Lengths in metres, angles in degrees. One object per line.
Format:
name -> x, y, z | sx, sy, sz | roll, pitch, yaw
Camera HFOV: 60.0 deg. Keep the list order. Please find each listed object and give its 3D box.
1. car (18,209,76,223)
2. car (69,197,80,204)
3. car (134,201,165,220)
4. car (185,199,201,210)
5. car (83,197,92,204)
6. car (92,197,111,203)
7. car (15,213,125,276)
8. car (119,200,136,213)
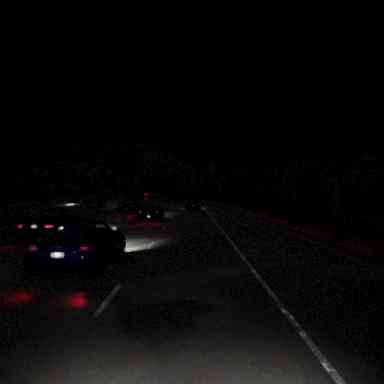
car -> -6.893, 1.552, 17.015 | 2.033, 1.411, 5.357 | 0, 0, 0
car -> -24.530, 1.709, 69.615 | 2.128, 1.511, 4.902 | 0, 0, -15
car -> -3.389, 1.621, 28.276 | 1.895, 1.301, 4.718 | 0, 0, 0
car -> 0.098, 1.619, 42.907 | 1.994, 1.385, 4.181 | 0, 0, -1
car -> -19.079, 1.696, 61.974 | 1.994, 1.385, 4.181 | 0, 0, -10
car -> -14.607, 1.575, 54.729 | 1.882, 1.535, 5.008 | 0, 0, -5
car -> -3.396, 1.564, 10.397 | 1.994, 1.385, 4.181 | 0, 0, 0
car -> -6.885, 1.565, 37.128 | 1.812, 1.442, 4.674 | 0, 0, 0
